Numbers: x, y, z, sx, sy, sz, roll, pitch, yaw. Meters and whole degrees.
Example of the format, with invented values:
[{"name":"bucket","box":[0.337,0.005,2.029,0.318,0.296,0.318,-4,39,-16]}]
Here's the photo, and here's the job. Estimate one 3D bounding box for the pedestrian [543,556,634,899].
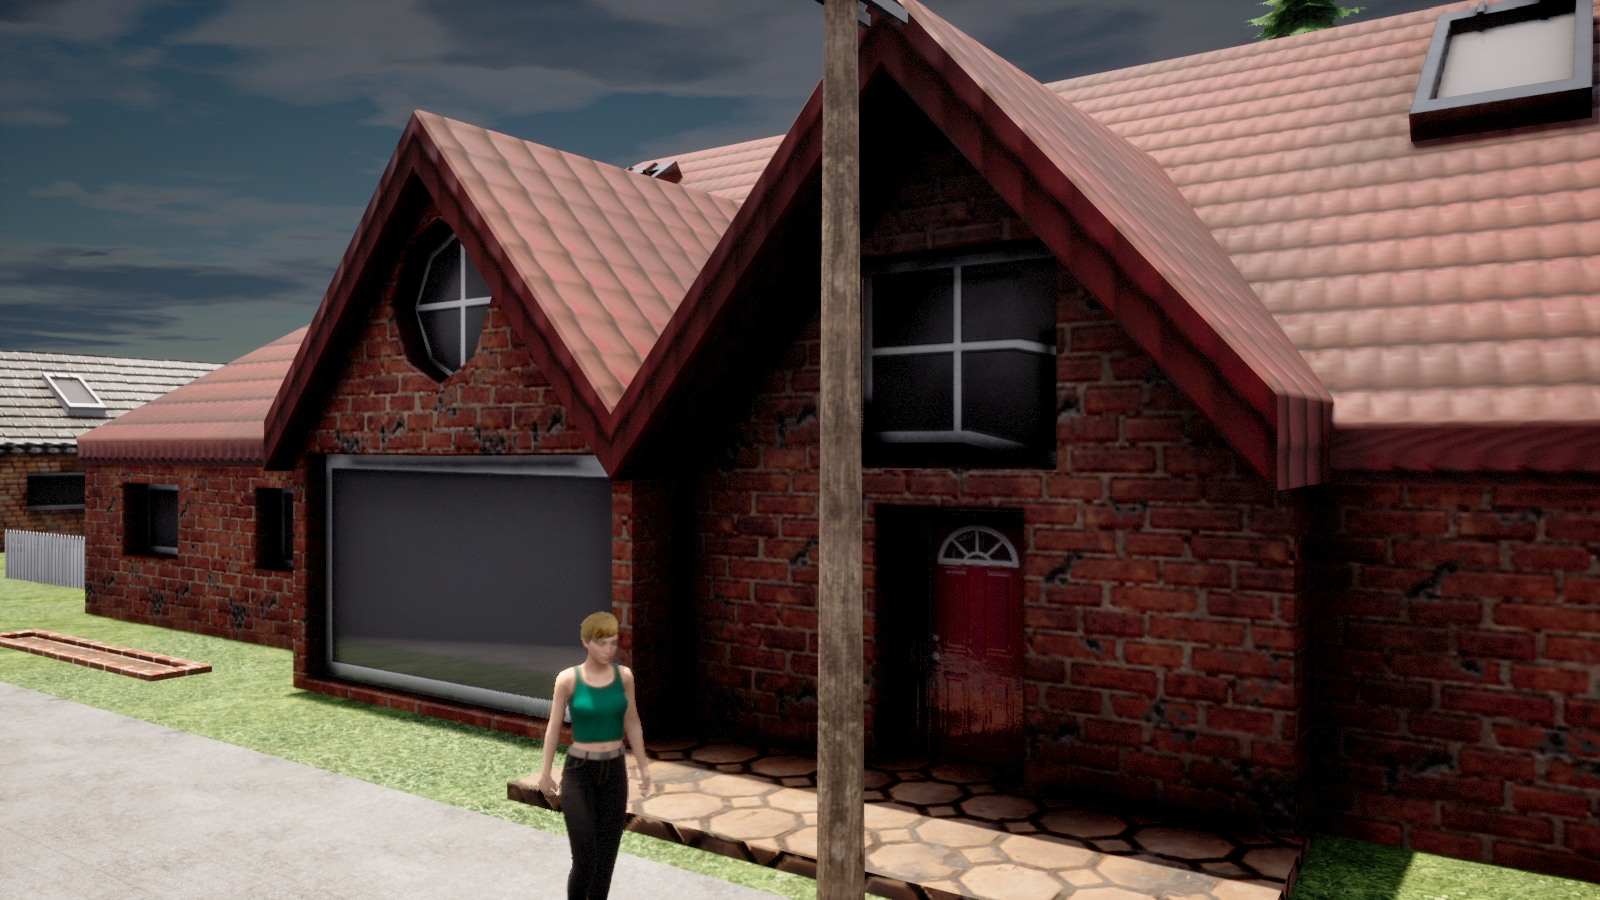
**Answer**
[{"name":"pedestrian","box":[-1.139,1.524,6.125,0.375,1.860,0.375,0,0,-30]}]
